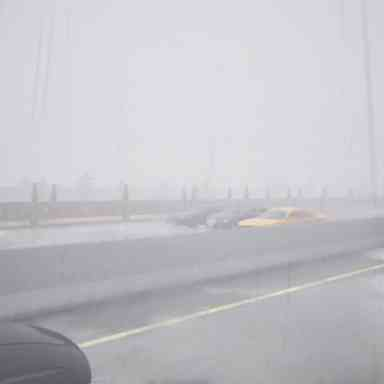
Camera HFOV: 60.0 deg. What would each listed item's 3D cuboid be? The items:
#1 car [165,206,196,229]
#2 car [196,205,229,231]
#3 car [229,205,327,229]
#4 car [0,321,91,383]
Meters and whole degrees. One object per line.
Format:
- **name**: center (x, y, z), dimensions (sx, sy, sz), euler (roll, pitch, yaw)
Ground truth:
- **car**: center (0.936, 1.551, 21.861), dimensions (5.357, 1.411, 2.033), euler (0, 0, -36)
- **car**: center (2.983, 1.495, 19.021), dimensions (4.902, 1.511, 2.128), euler (0, 0, -36)
- **car**: center (4.348, 1.481, 15.695), dimensions (5.008, 1.535, 1.882), euler (0, 0, -36)
- **car**: center (-3.017, 1.477, 1.593), dimensions (5.008, 1.535, 1.882), euler (0, 0, -36)
